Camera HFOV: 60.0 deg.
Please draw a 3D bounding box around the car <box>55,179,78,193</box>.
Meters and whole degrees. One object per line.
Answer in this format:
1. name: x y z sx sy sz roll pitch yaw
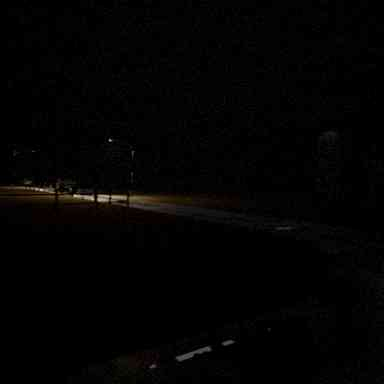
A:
1. car: -18.866 -0.862 49.762 2.150 2.045 5.566 2 1 -36
